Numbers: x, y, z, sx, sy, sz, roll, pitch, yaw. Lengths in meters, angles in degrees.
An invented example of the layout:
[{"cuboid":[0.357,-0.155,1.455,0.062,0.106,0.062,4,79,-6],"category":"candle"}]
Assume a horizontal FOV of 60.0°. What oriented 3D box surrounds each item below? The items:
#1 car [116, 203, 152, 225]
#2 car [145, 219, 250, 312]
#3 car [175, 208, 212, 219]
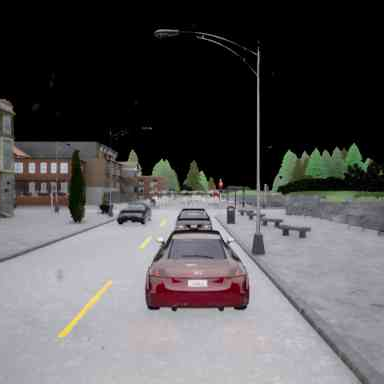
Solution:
[{"cuboid":[-4.059,1.548,24.276,2.033,1.411,5.357,0,0,0],"category":"car"},{"cuboid":[0.091,1.564,7.819,1.994,1.385,4.181,0,0,0],"category":"car"},{"cuboid":[0.074,1.547,17.055,2.033,1.411,5.357,0,0,0],"category":"car"}]
